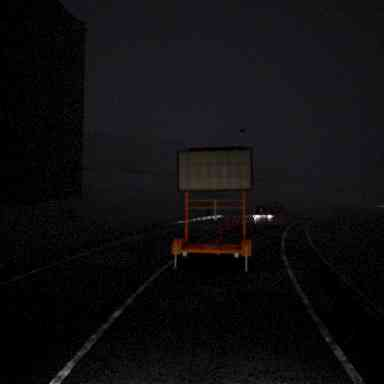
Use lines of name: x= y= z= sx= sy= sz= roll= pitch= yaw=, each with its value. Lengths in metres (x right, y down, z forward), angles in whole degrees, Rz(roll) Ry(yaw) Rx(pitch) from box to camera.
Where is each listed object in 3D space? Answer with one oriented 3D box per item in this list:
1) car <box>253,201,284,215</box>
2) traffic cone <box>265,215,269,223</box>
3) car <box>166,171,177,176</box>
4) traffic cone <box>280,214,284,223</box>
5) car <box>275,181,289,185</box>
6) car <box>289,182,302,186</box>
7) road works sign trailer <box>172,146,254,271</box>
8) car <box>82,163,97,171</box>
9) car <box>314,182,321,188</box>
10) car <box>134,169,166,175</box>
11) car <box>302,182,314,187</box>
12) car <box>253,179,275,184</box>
car: x=7.939 y=1.597 z=34.258 sx=1.994 sy=1.385 sz=4.181 roll=-3 pitch=-2 yaw=36
traffic cone: x=5.127 y=1.843 z=22.808 sx=0.340 sy=0.580 sz=0.340 roll=-2 pitch=-1 yaw=17
car: x=-2.931 y=-2.948 z=59.360 sx=4.892 sy=1.521 sz=2.231 roll=2 pitch=-4 yaw=-33
traffic cone: x=6.083 y=1.817 z=22.524 sx=0.340 sy=0.580 sz=0.340 roll=-2 pitch=-1 yaw=17
car: x=19.353 y=-1.864 z=76.039 sx=4.674 sy=1.452 sz=2.002 roll=3 pitch=-5 yaw=-39
car: x=23.475 y=-1.679 z=79.557 sx=4.892 sy=1.521 sz=2.231 roll=3 pitch=-5 yaw=-40
road works sign trailer: x=0.755 y=0.378 z=10.638 sx=2.380 sy=3.560 sz=2.880 roll=-1 pitch=0 yaw=12
car: x=-16.697 y=-3.546 z=50.353 sx=4.553 sy=1.767 sz=2.185 roll=2 pitch=-4 yaw=-33
car: x=31.789 y=-1.391 z=87.127 sx=5.566 sy=2.045 sz=2.435 roll=4 pitch=-5 yaw=-43
car: x=-7.543 y=-3.115 z=56.333 sx=4.892 sy=1.521 sz=2.231 roll=2 pitch=-4 yaw=-33
car: x=27.676 y=-1.548 z=83.314 sx=4.553 sy=1.767 sz=2.185 roll=4 pitch=-5 yaw=-42
car: x=15.081 y=-2.094 z=72.552 sx=4.792 sy=1.488 sz=2.163 roll=3 pitch=-5 yaw=-38
